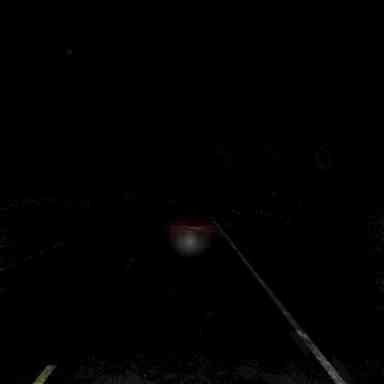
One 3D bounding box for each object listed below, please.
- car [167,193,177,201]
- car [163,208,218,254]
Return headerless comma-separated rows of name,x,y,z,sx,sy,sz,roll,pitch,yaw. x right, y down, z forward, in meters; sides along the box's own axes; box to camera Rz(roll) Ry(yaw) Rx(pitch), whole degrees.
car,-4.032,0.953,67.473,2.128,1.511,4.902,0,1,0
car,-0.057,1.383,12.964,2.128,1.511,4.902,0,0,0
